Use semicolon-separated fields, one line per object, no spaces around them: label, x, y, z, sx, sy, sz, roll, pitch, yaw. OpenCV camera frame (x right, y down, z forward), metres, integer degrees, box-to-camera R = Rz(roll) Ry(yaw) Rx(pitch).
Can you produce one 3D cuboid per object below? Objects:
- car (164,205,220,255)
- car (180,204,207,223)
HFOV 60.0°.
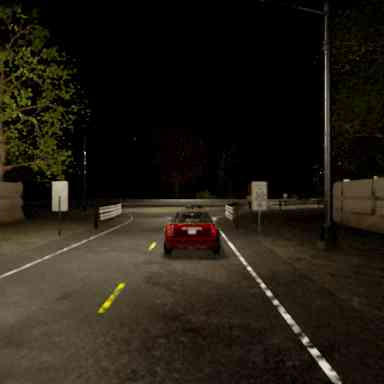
car;0.011;1.481;14.082;2.097;1.767;4.553;0;-1;0
car;0.216;1.833;29.118;1.994;1.385;4.181;0;-1;5
